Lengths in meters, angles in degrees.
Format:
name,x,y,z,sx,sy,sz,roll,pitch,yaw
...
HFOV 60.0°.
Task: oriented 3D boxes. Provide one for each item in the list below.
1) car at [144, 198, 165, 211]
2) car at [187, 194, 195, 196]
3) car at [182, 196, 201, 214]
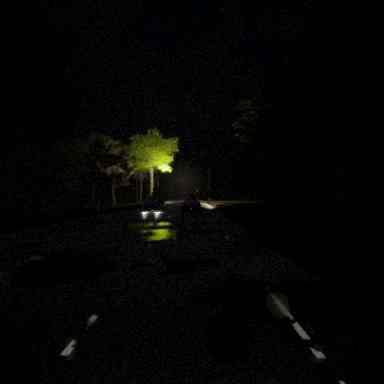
name,x,y,z,sx,sy,sz,roll,pitch,yaw
car,-4.750,1.522,42.333,1.882,1.535,5.008,0,0,7
car,-0.135,1.401,73.227,2.150,2.045,5.566,0,0,0
car,-0.062,1.486,34.917,1.882,1.535,5.008,0,0,0
